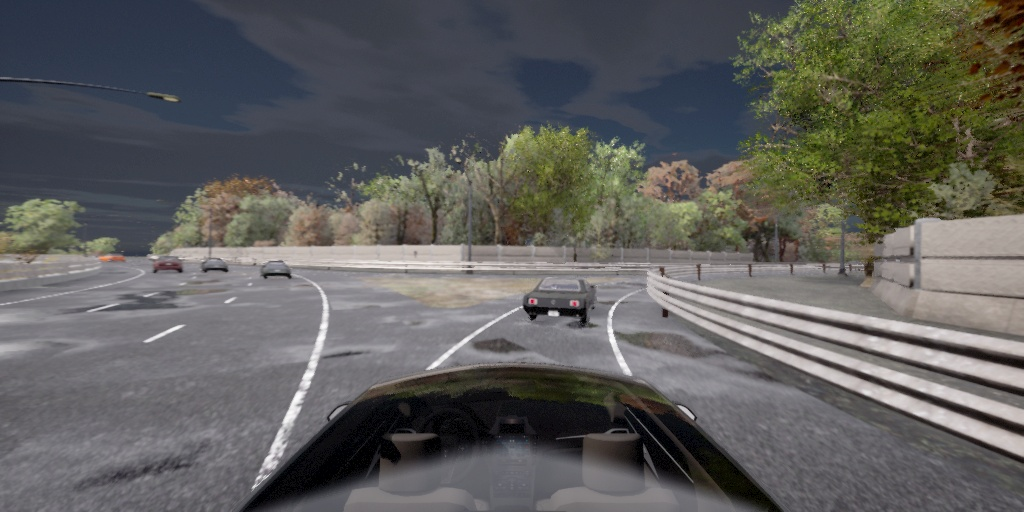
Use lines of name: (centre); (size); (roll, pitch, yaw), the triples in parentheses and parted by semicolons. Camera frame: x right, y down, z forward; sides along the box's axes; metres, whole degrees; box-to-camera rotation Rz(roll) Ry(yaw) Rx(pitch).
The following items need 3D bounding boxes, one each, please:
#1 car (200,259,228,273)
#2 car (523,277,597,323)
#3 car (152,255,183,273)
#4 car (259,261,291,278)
car: (-31.345, 0.982, 37.756); (4.181, 1.385, 1.994); (0, 0, 45)
car: (1.859, 1.369, 12.410); (1.895, 1.301, 4.718); (1, 0, 17)
car: (-34.540, 0.743, 35.983); (4.553, 1.767, 2.097); (1, 0, 44)
car: (-19.788, 1.106, 29.984); (1.994, 1.385, 4.181); (1, 0, -38)
